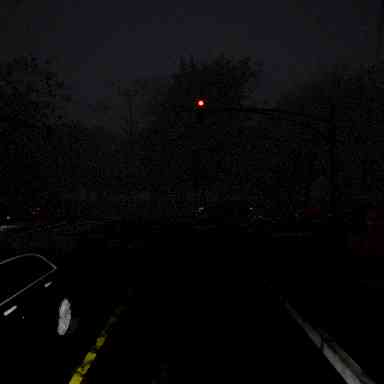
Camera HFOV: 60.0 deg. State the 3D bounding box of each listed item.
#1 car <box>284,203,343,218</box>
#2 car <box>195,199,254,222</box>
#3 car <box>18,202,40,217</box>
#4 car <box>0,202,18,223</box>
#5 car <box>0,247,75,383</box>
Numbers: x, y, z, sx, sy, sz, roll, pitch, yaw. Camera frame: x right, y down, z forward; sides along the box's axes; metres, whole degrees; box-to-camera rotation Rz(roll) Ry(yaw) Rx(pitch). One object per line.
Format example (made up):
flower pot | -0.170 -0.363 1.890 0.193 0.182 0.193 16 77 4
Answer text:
car | 10.710 1.651 29.596 4.718 1.301 1.895 0 0 0
car | 2.518 1.368 26.318 4.553 1.767 2.097 0 0 0
car | -16.238 1.550 29.503 4.718 1.301 1.895 0 0 0
car | -14.896 1.472 22.807 4.674 1.442 1.812 0 0 0
car | -2.853 1.505 3.690 1.837 1.490 4.892 0 0 0
